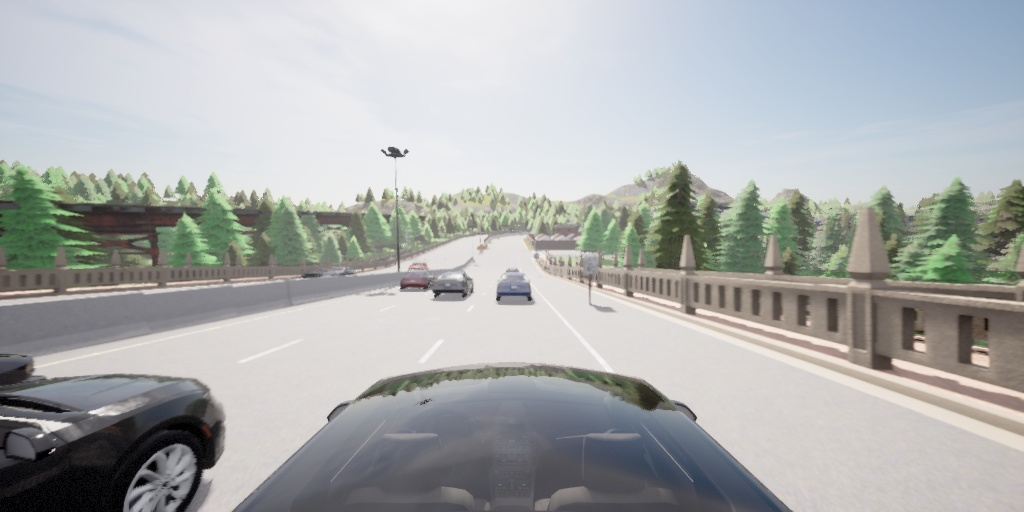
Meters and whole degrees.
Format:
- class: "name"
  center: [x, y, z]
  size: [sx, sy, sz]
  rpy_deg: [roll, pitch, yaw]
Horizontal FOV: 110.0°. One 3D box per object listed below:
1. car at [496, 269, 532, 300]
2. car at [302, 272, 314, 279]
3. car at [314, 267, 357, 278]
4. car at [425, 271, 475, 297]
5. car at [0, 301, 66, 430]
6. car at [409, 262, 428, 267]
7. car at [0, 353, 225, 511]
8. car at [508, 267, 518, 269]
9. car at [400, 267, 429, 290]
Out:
- class: "car"
  center: [0.100, 1.604, 19.774]
  size: [2.033, 1.411, 5.357]
  rpy_deg: [0, -1, 0]
- class: "car"
  center: [-21.026, 2.048, 39.760]
  size: [1.895, 1.301, 4.718]
  rpy_deg: [0, -1, 1]
- class: "car"
  center: [-17.548, 1.878, 36.624]
  size: [2.128, 1.511, 4.902]
  rpy_deg: [0, -1, 1]
- class: "car"
  center: [-3.400, 1.637, 21.489]
  size: [2.033, 1.411, 5.357]
  rpy_deg: [0, -1, 0]
- class: "car"
  center: [-6.899, 1.296, 2.048]
  size: [2.033, 1.411, 5.357]
  rpy_deg: [0, 0, 0]
- class: "car"
  center: [-13.998, 1.928, 53.732]
  size: [2.150, 2.045, 5.566]
  rpy_deg: [0, -1, 0]
- class: "car"
  center: [-3.400, 1.248, 1.094]
  size: [1.837, 1.490, 4.892]
  rpy_deg: [0, 0, 0]
- class: "car"
  center: [0.099, 2.140, 46.272]
  size: [1.994, 1.385, 4.181]
  rpy_deg: [0, -1, 0]
- class: "car"
  center: [-6.901, 1.761, 26.963]
  size: [1.994, 1.385, 4.181]
  rpy_deg: [0, -1, 0]
